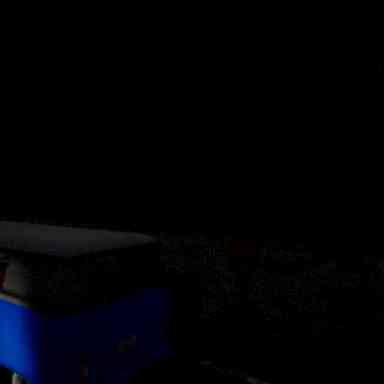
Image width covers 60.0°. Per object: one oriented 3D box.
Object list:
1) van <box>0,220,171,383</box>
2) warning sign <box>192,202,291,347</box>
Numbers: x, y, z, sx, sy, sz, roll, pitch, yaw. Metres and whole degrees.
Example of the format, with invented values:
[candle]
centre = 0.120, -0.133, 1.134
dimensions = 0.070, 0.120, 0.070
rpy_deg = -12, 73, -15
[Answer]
[van]
centre = -2.168, 1.346, 4.514
dimensions = 3.998, 1.788, 1.690
rpy_deg = 0, 0, 36
[warning sign]
centre = 0.805, 1.118, 5.219
dimensions = 1.060, 1.860, 1.300
rpy_deg = 0, 0, 36
